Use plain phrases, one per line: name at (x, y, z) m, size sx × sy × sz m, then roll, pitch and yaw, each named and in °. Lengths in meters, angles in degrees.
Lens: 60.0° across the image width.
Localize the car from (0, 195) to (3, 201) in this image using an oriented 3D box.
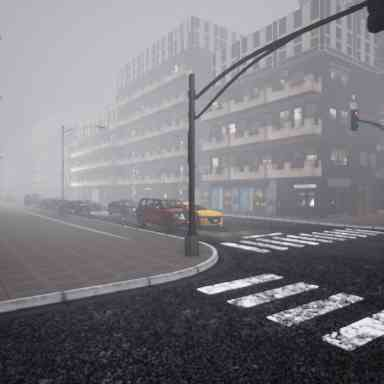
car at (-41.435, 1.279, 74.722) m, size 1.967 × 1.590 × 4.097 m, roll 0°, pitch 0°, yaw -36°

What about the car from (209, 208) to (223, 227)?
car at (-0.041, 1.435, 21.945) m, size 1.882 × 1.535 × 5.008 m, roll 0°, pitch 0°, yaw -36°

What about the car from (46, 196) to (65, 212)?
car at (-14.866, 1.460, 38.014) m, size 1.947 × 1.339 × 4.313 m, roll 0°, pitch 0°, yaw -36°

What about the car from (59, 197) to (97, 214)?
car at (-11.544, 1.454, 33.424) m, size 1.887 × 1.381 × 4.507 m, roll 0°, pitch 0°, yaw -36°

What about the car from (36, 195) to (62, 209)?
car at (-18.187, 1.446, 42.604) m, size 1.947 × 1.339 × 4.313 m, roll 0°, pitch 0°, yaw -36°

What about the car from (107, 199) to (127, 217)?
car at (-6.133, 1.418, 30.361) m, size 2.128 × 1.511 × 4.902 m, roll 0°, pitch 0°, yaw -36°

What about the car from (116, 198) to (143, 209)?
car at (-8.077, 1.483, 42.928) m, size 1.802 × 1.307 × 4.206 m, roll 0°, pitch 0°, yaw -36°

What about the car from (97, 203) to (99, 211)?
car at (-12.565, 1.498, 39.273) m, size 1.895 × 1.301 × 4.718 m, roll 0°, pitch 0°, yaw -36°

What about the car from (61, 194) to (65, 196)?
car at (-24.527, 1.398, 61.252) m, size 2.033 × 1.411 × 5.357 m, roll 0°, pitch 0°, yaw -37°

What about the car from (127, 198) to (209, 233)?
car at (-1.579, 1.273, 19.658) m, size 2.192 × 1.841 × 5.009 m, roll 0°, pitch 0°, yaw -36°

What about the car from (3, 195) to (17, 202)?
car at (-38.114, 1.422, 70.135) m, size 1.802 × 1.307 × 4.206 m, roll 0°, pitch 0°, yaw -36°

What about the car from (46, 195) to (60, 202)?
car at (-31.324, 1.397, 75.047) m, size 2.008 × 1.369 × 4.403 m, roll 0°, pitch 0°, yaw -36°

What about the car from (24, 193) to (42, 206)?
car at (-24.828, 1.171, 51.780) m, size 2.192 × 1.841 × 5.009 m, roll 0°, pitch 0°, yaw -36°

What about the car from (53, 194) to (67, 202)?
car at (-28.004, 1.287, 70.460) m, size 1.967 × 1.590 × 4.097 m, roll 0°, pitch 0°, yaw -36°
